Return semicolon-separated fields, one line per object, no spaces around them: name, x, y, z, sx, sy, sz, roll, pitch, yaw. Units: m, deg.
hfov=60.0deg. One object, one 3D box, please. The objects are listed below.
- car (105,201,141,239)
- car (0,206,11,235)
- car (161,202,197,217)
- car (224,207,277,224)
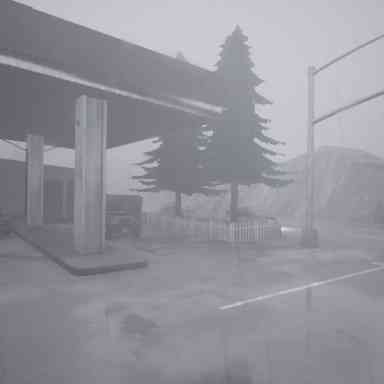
car;-4.413;1.446;18.345;1.905;1.878;3.866;1;0;-36
car;-11.544;1.522;18.557;2.242;1.667;4.611;1;0;-36
car;-1.402;1.709;33.072;1.812;1.442;4.674;1;0;-35
car;4.307;1.814;24.936;1.994;1.385;4.181;1;0;-35
